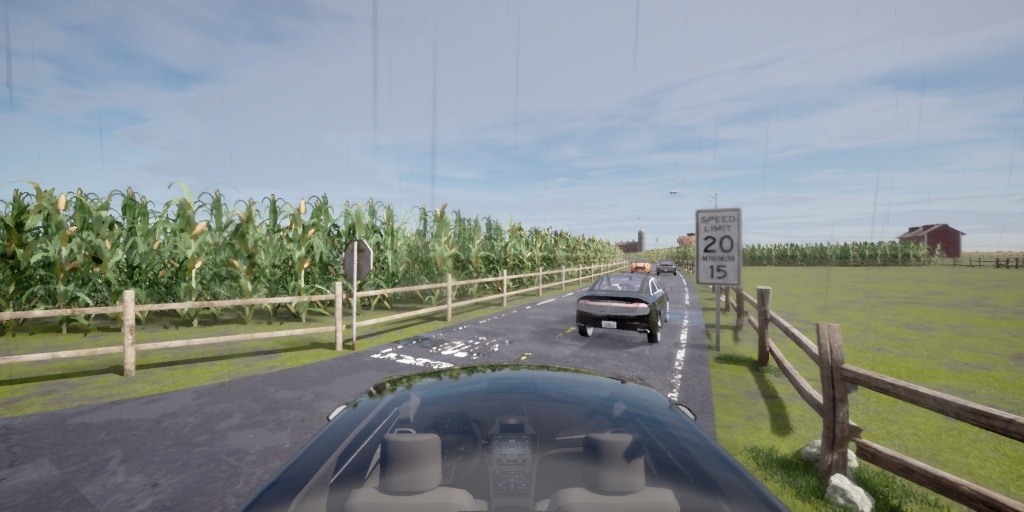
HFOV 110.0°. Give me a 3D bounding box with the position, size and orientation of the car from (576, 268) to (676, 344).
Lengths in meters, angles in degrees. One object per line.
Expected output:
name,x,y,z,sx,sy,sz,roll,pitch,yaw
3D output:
car,3.170,1.244,9.776,2.128,1.511,4.902,0,0,27

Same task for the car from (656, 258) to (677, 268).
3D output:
car,16.256,1.244,37.710,2.128,1.511,4.902,0,0,24

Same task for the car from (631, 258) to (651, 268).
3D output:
car,15.432,1.099,42.909,2.097,1.767,4.553,0,0,22
